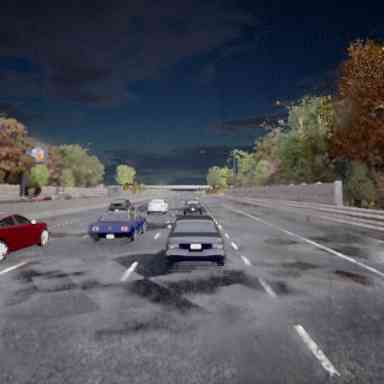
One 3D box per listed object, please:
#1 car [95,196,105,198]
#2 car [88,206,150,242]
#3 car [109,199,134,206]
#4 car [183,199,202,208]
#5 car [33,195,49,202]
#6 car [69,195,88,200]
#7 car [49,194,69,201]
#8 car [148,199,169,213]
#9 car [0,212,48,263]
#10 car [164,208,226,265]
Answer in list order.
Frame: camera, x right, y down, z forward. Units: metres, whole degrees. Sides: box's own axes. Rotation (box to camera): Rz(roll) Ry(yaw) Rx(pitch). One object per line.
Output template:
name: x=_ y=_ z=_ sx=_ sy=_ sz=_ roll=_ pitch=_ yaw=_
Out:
car: x=-17.510 y=1.433 z=63.898 sx=1.994 sy=1.385 sz=4.181 roll=0 pitch=0 yaw=0
car: x=-3.399 y=1.562 z=16.086 sx=1.895 sy=1.301 sz=4.718 roll=0 pitch=0 yaw=0
car: x=-6.902 y=1.435 z=32.811 sx=1.837 sy=1.490 sz=4.892 roll=0 pitch=0 yaw=0
car: x=0.097 y=1.454 z=33.906 sx=1.812 sy=1.442 sz=4.674 roll=0 pitch=0 yaw=0
car: x=-28.005 y=1.360 z=62.646 sx=1.882 sy=1.535 sz=5.008 roll=0 pitch=0 yaw=0
car: x=-21.011 y=1.382 z=62.879 sx=1.837 sy=1.490 sz=4.892 roll=0 pitch=1 yaw=0
car: x=-24.508 y=1.237 z=62.849 sx=2.097 sy=1.767 sz=4.553 roll=0 pitch=0 yaw=0
car: x=-3.403 y=1.454 z=33.821 sx=1.812 sy=1.442 sz=4.674 roll=0 pitch=0 yaw=0
car: x=-6.901 y=1.448 z=11.871 sx=1.882 sy=1.535 sz=5.008 roll=0 pitch=0 yaw=0
car: x=0.099 y=1.519 z=11.542 sx=2.033 sy=1.411 sz=5.357 roll=0 pitch=0 yaw=0
